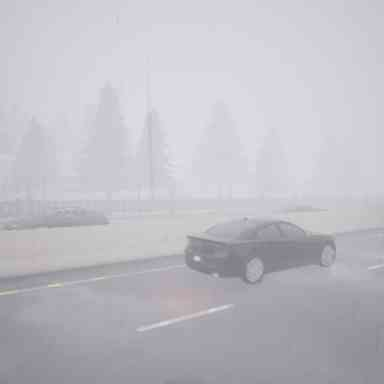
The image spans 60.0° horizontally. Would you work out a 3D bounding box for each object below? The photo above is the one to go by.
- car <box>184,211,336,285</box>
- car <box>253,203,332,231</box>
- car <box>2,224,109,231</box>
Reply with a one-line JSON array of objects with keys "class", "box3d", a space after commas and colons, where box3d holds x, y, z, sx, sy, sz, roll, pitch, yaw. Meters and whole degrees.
[{"class": "car", "box3d": [2.134, 1.467, 9.563, 5.008, 1.535, 1.882, 0, 0, -36]}, {"class": "car", "box3d": [6.630, 1.522, 21.615, 5.357, 1.411, 2.033, 0, 0, -35]}, {"class": "car", "box3d": [-6.597, 1.484, 16.483, 4.902, 1.511, 2.128, 0, 0, -35]}]
